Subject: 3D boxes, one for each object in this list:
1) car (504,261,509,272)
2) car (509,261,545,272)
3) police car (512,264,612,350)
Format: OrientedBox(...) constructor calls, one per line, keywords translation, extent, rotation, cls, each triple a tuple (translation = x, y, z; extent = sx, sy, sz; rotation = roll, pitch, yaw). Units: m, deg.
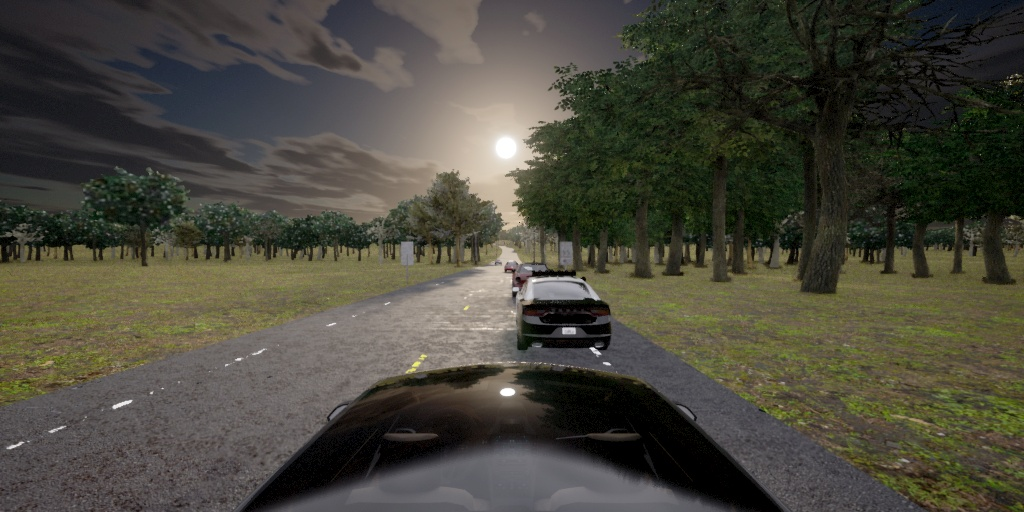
OrientedBox(translation=(0.028, 1.380, 46.846), extent=(1.994, 1.385, 4.181), rotation=(0, 0, 0), cls="car")
OrientedBox(translation=(1.048, 1.106, 19.037), extent=(2.097, 1.767, 4.553), rotation=(0, 0, 0), cls="car")
OrientedBox(translation=(1.049, 1.175, 9.172), extent=(1.930, 1.638, 5.238), rotation=(0, 0, 0), cls="police car")
